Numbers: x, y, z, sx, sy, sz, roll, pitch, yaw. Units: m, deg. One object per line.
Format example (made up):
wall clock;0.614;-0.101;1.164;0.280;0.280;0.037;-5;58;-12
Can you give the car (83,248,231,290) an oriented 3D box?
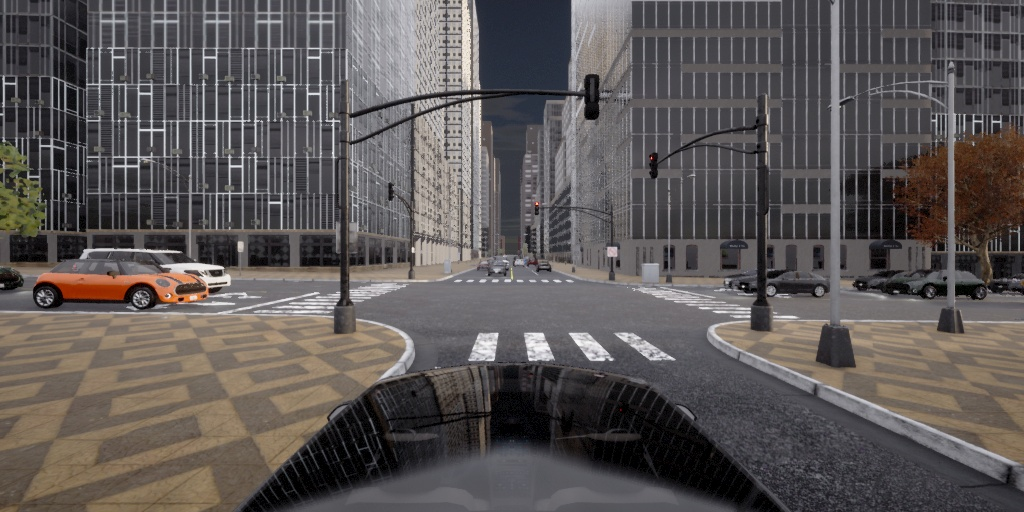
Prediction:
car;-15.927;0.704;15.992;5.566;2.045;2.150;1;0;-3

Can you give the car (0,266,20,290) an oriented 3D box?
car;-24.621;0.675;15.599;4.553;1.767;2.097;1;0;-2

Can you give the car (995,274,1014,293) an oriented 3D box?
car;36.442;1.933;25.085;4.892;1.490;1.837;1;0;-2

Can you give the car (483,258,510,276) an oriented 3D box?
car;-1.480;1.258;37.115;2.128;1.511;4.902;0;0;0

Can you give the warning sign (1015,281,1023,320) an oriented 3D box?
warning sign;17.280;1.204;11.506;1.060;1.860;1.300;0;0;-3

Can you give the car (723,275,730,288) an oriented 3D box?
car;16.899;1.569;24.202;4.902;1.511;2.128;1;0;-3

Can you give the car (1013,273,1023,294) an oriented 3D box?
car;34.566;1.943;21.749;5.357;1.411;2.033;1;0;-2

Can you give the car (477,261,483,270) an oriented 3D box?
car;-3.995;1.343;50.815;1.802;1.307;4.207;0;0;0

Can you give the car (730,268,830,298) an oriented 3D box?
car;15.810;1.564;20.910;4.892;1.490;1.837;1;0;-4

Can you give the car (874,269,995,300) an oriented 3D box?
car;24.981;1.576;21.316;4.553;1.767;2.097;1;0;-3

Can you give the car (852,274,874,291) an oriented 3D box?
car;26.284;1.751;24.629;4.892;1.490;1.837;1;0;-3

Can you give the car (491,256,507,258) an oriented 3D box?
car;-1.522;0.982;49.052;2.150;2.045;5.566;0;0;0

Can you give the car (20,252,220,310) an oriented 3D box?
car;-13.726;0.876;12.839;4.553;1.767;2.097;1;0;-3

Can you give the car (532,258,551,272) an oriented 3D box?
car;3.954;1.329;45.317;1.948;1.339;4.313;0;0;0
